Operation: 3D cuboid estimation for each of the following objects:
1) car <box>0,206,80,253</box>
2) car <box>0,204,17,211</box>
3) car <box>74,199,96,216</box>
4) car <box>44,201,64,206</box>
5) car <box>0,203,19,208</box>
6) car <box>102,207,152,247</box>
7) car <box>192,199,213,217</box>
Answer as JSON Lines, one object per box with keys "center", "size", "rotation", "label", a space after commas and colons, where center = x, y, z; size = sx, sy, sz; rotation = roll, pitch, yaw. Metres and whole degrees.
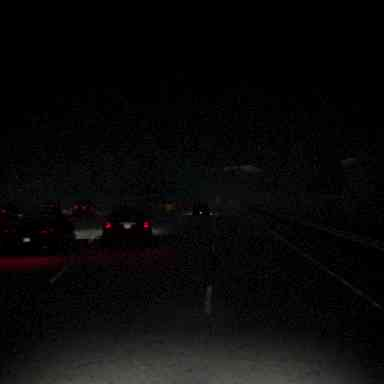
{"center": [-6.309, 1.562, 14.258], "size": [1.882, 1.535, 5.008], "rotation": [1, 0, -10], "label": "car"}
{"center": [-10.098, 1.544, 15.476], "size": [1.882, 1.535, 5.008], "rotation": [1, 0, -11], "label": "car"}
{"center": [-11.330, 1.589, 35.166], "size": [2.097, 1.767, 4.553], "rotation": [1, -1, -16], "label": "car"}
{"center": [-15.821, 1.722, 37.951], "size": [2.128, 1.511, 4.902], "rotation": [1, 0, -17], "label": "car"}
{"center": [-17.224, 1.698, 30.508], "size": [2.033, 1.411, 5.357], "rotation": [1, -1, -16], "label": "car"}
{"center": [-3.092, 1.476, 16.002], "size": [2.097, 1.767, 4.553], "rotation": [0, -1, -11], "label": "car"}
{"center": [1.041, 1.847, 36.062], "size": [1.837, 1.490, 4.892], "rotation": [0, 0, 3], "label": "car"}
